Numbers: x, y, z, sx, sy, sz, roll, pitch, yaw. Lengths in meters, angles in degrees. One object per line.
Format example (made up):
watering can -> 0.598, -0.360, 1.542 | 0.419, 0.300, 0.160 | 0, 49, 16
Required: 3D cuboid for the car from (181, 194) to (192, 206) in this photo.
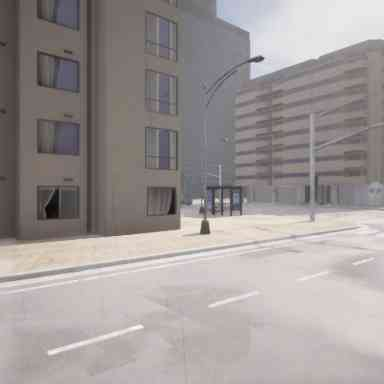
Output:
car -> -2.353, 1.378, 55.063 | 2.150, 2.045, 5.566 | 0, 0, -40
